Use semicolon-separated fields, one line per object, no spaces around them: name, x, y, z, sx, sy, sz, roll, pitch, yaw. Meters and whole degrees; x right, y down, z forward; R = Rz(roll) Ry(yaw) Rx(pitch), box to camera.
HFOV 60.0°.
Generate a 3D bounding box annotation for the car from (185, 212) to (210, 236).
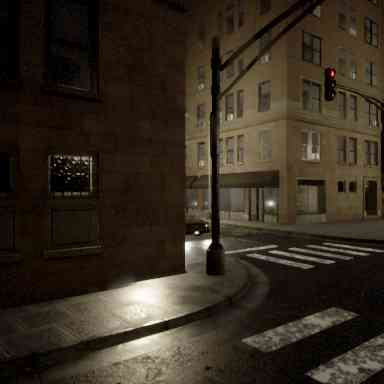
car;-1.318;1.515;17.734;2.033;1.411;5.357;0;0;-36
